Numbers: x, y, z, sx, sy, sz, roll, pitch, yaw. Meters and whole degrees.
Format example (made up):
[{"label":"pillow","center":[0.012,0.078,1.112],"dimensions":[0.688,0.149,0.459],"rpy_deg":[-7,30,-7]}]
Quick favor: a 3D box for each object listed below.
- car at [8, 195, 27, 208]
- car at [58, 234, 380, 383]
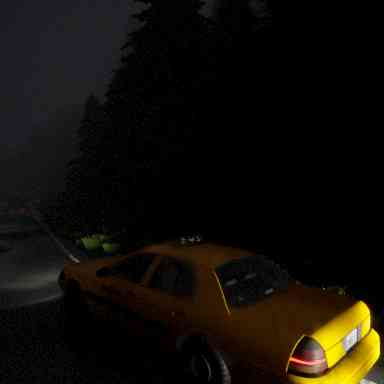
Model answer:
[{"label":"car","center":[-21.030,1.057,40.133],"dimensions":[2.128,1.511,4.902],"rpy_deg":[-2,2,-26]},{"label":"car","center":[-0.246,1.417,5.102],"dimensions":[5.366,1.575,1.801],"rpy_deg":[1,1,45]}]
